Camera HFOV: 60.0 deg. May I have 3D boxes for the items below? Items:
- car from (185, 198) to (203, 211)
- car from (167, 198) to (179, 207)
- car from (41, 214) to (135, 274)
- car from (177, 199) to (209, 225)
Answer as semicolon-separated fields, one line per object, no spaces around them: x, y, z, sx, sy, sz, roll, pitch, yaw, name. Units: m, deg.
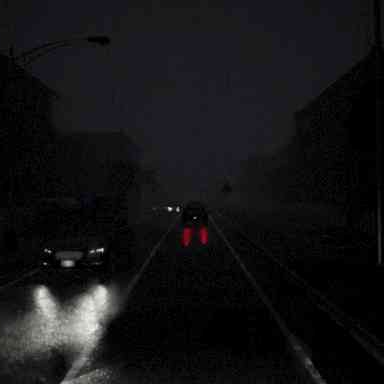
0.296;1.609;42.873;2.128;1.511;4.902;0;-1;1;car
-2.803;1.720;53.021;1.994;1.385;4.181;0;0;1;car
-3.049;1.502;10.650;2.128;1.511;4.902;0;0;0;car
0.221;1.544;24.857;2.128;1.511;4.902;0;0;0;car
